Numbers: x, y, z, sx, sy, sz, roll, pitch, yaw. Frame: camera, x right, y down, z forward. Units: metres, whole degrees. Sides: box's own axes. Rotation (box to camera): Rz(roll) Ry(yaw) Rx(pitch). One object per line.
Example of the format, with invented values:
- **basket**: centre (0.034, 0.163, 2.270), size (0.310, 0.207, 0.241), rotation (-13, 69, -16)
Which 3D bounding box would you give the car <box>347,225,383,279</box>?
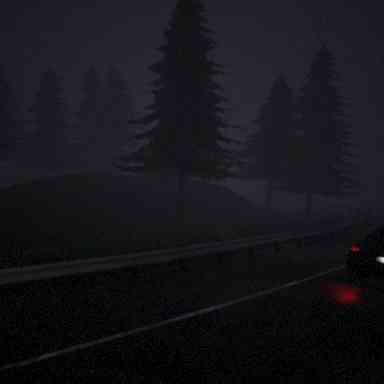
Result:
- **car**: centre (5.988, 1.577, 9.214), size (4.181, 1.385, 1.994), rotation (0, 0, -43)
